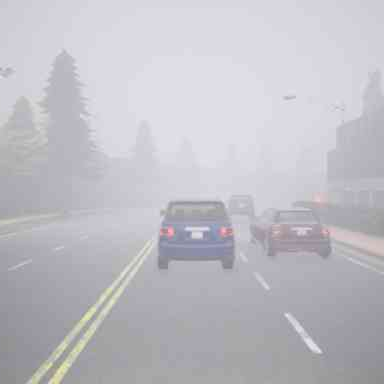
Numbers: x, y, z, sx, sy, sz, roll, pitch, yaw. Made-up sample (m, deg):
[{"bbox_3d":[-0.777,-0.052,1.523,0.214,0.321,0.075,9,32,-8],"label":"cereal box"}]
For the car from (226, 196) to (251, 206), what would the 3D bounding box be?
[{"bbox_3d":[7.430,1.430,52.816,1.812,1.442,4.674,0,0,40],"label":"car"}]

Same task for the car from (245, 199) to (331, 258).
[{"bbox_3d":[3.570,1.329,12.889,2.097,1.767,4.553,0,0,0],"label":"car"}]

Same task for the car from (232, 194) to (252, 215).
[{"bbox_3d":[4.040,1.173,27.717,2.150,2.045,5.566,0,0,7],"label":"car"}]

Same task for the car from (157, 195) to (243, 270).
[{"bbox_3d":[0.066,1.198,11.110,2.150,2.045,5.566,0,0,-1],"label":"car"}]

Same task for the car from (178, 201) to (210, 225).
[{"bbox_3d":[0.279,1.502,25.123,2.033,1.411,5.357,0,0,4],"label":"car"}]

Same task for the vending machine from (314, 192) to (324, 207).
[{"bbox_3d":[18.341,1.107,48.090,1.100,2.100,0.880,0,0,45],"label":"vending machine"}]

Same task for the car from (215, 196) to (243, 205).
[{"bbox_3d":[6.359,1.443,56.999,2.033,1.411,5.357,0,0,42],"label":"car"}]
